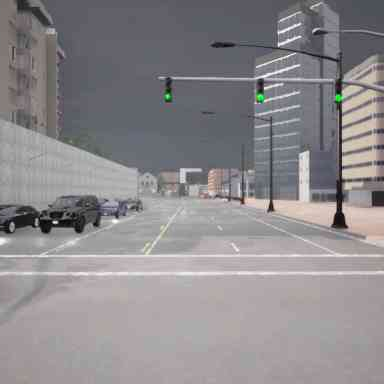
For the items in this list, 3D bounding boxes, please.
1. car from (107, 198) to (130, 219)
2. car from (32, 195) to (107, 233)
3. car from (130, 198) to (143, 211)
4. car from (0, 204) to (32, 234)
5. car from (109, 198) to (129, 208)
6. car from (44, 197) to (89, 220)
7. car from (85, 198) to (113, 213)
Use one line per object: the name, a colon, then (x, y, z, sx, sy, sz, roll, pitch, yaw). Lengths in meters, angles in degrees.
car: (-7.111, 1.526, 29.692, 1.812, 1.442, 4.674, 0, 0, 0)
car: (-7.104, 1.221, 20.051, 2.150, 2.045, 5.566, 0, 0, 0)
car: (-7.107, 1.491, 40.034, 2.128, 1.511, 4.902, 0, 0, 0)
car: (-10.608, 1.505, 19.419, 1.837, 1.490, 4.892, 0, 0, 0)
car: (-10.576, 1.601, 48.365, 1.895, 1.301, 4.718, 0, 0, 0)
car: (-10.611, 1.352, 28.487, 2.097, 1.767, 4.553, 0, 0, 0)
car: (-10.609, 1.505, 38.305, 1.837, 1.490, 4.892, 0, 0, 0)
